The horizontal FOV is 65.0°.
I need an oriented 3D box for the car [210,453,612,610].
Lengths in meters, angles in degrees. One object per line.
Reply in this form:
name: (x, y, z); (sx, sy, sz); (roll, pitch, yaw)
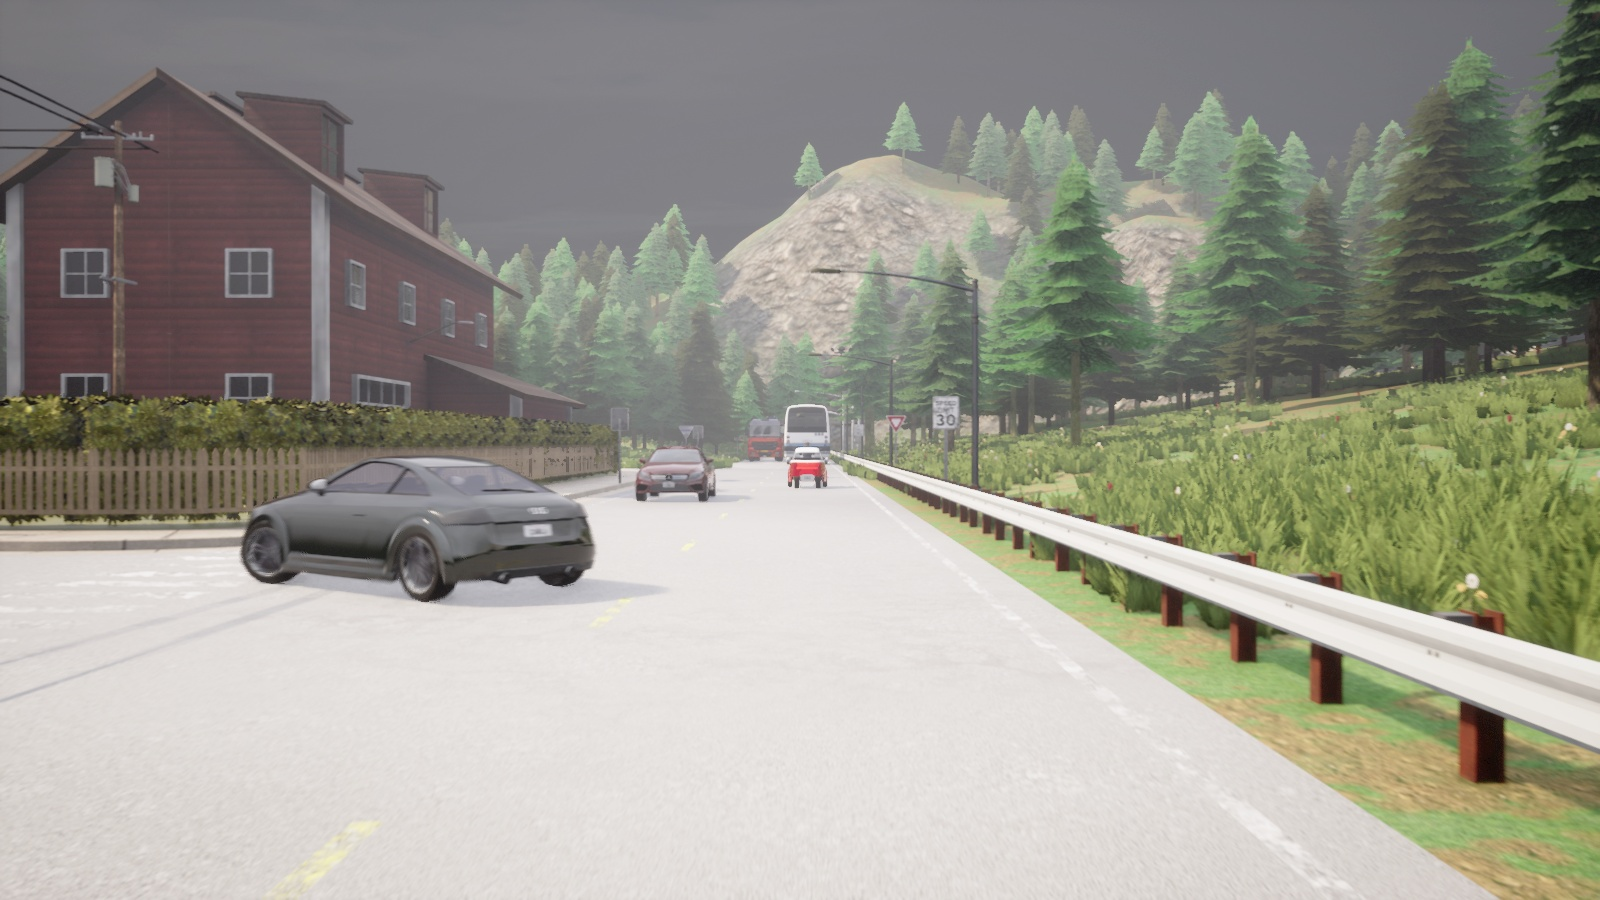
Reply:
car: (-4.214, 0.743, 13.373); (4.181, 1.385, 1.994); (0, 0, 37)

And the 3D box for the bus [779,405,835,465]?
bus: (0.546, -1.082, 94.065); (3.944, 4.253, 10.273); (0, 0, 0)

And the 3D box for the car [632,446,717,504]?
car: (-3.295, 0.607, 33.791); (1.812, 1.442, 4.674); (0, 0, 0)

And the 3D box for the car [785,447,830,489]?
car: (0.258, 0.594, 43.150); (1.481, 1.376, 2.207); (0, 1, 0)
